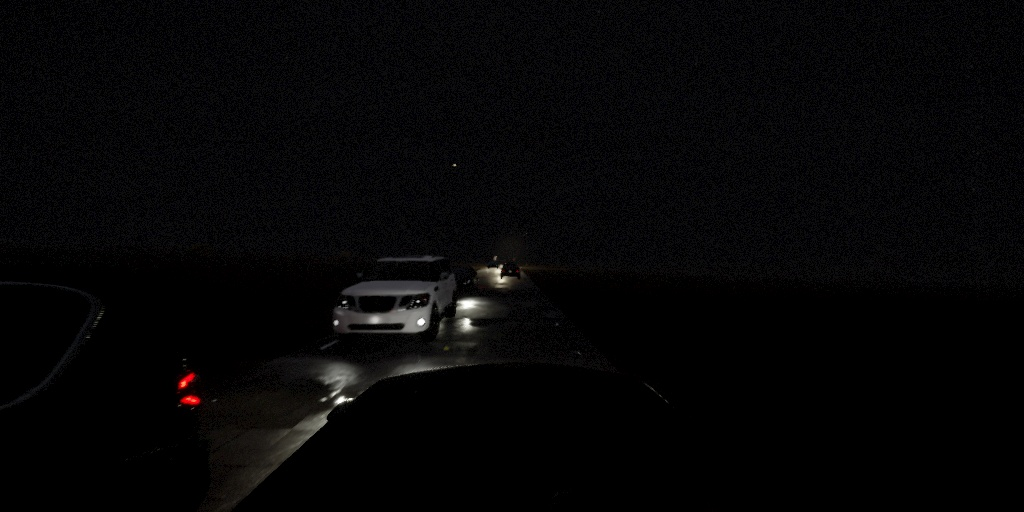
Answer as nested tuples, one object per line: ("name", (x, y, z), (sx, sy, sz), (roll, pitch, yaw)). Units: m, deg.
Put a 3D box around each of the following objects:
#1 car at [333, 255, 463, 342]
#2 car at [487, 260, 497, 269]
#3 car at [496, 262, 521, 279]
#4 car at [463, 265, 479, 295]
("car", (-2.907, 0.993, 10.268), (2.150, 2.045, 5.566), (0, 0, -1))
("car", (-3.284, 1.504, 62.341), (1.882, 1.535, 5.008), (0, 0, 0))
("car", (-0.155, 1.375, 33.445), (2.033, 1.411, 5.357), (0, 0, 0))
("car", (-2.980, 1.269, 20.350), (1.882, 1.535, 5.008), (0, 0, -1))
